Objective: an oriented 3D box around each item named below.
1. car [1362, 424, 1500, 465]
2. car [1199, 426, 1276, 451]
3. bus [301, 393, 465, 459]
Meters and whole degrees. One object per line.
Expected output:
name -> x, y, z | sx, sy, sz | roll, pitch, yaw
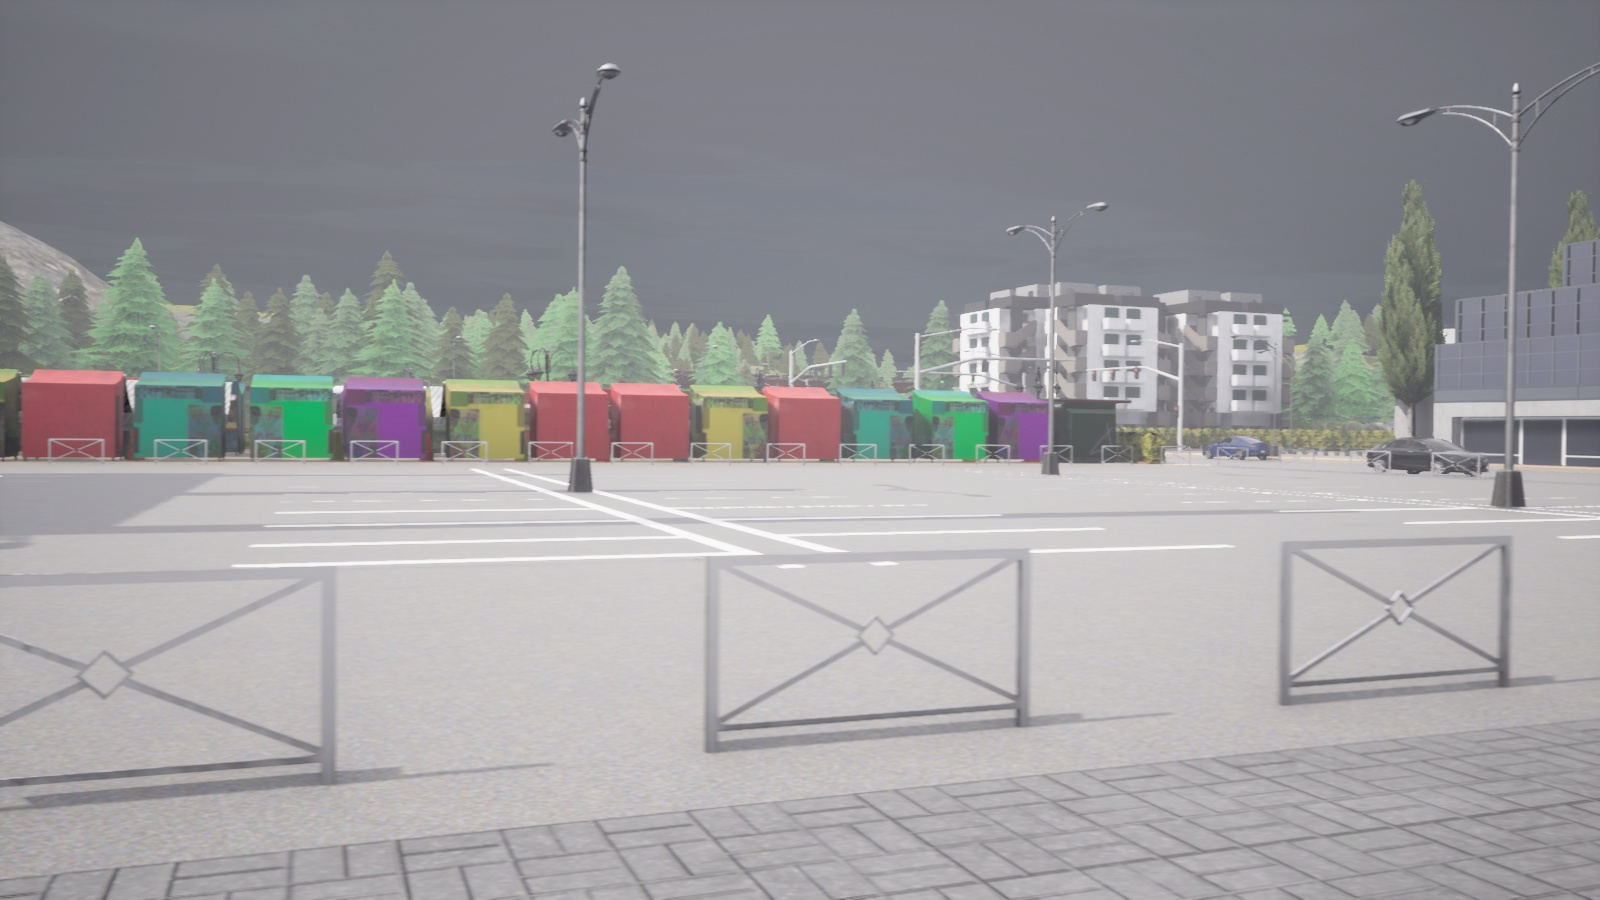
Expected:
car -> 24.279, -0.250, 48.544 | 1.837, 1.490, 4.892 | -1, 1, -19
car -> 26.149, -0.683, 75.194 | 1.812, 1.442, 4.674 | -1, 1, -19
bus -> -28.346, -1.663, 85.499 | 10.273, 4.253, 3.944 | -1, 1, -21
